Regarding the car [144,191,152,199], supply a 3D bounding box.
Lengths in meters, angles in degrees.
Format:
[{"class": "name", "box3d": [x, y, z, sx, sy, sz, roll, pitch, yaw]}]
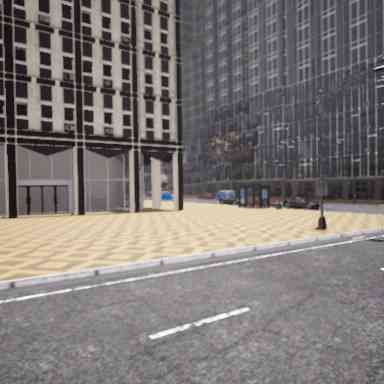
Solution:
[{"class": "car", "box3d": [-10.466, 0.847, 68.847, 2.008, 1.369, 4.403, -1, 1, -34]}]

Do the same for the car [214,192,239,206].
[{"class": "car", "box3d": [5.504, 1.132, 45.344, 1.947, 1.339, 4.313, -1, 1, -34]}]

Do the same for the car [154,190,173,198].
[{"class": "car", "box3d": [-6.748, 0.371, 78.259, 2.192, 1.841, 5.009, -1, 1, -34]}]

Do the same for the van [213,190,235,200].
[{"class": "van", "box3d": [6.064, 0.615, 59.479, 1.690, 1.788, 3.998, -1, 1, -34]}]

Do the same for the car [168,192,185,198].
[{"class": "car", "box3d": [-3.543, 0.693, 73.569, 1.802, 1.307, 4.206, -1, 1, -34]}]

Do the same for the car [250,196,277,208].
[{"class": "car", "box3d": [8.659, 1.202, 40.616, 1.802, 1.307, 4.206, -1, 1, -34]}]

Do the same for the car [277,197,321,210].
[{"class": "car", "box3d": [11.848, 1.238, 35.909, 1.947, 1.339, 4.313, -1, 1, -34]}]

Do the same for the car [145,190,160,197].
[{"class": "car", "box3d": [-9.950, 0.441, 82.956, 1.967, 1.590, 4.097, -1, 1, -34]}]

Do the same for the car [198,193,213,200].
[{"class": "car", "box3d": [2.863, 0.802, 64.178, 1.802, 1.307, 4.206, -1, 1, -34]}]

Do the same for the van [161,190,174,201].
[{"class": "van", "box3d": [-4.060, 0.747, 59.454, 1.690, 1.788, 3.998, -1, 1, -34]}]
